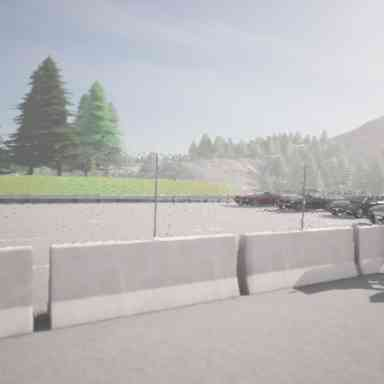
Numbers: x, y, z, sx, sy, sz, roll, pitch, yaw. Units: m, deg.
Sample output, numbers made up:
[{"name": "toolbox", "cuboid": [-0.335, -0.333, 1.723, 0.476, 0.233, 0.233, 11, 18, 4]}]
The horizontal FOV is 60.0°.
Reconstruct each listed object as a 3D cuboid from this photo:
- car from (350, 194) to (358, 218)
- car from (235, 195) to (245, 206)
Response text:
[{"name": "car", "cuboid": [11.191, 0.878, 21.947, 4.892, 1.490, 1.837, 1, 3, -29]}, {"name": "car", "cuboid": [5.724, 0.533, 26.913, 4.718, 1.301, 1.895, 1, 3, -29]}]
